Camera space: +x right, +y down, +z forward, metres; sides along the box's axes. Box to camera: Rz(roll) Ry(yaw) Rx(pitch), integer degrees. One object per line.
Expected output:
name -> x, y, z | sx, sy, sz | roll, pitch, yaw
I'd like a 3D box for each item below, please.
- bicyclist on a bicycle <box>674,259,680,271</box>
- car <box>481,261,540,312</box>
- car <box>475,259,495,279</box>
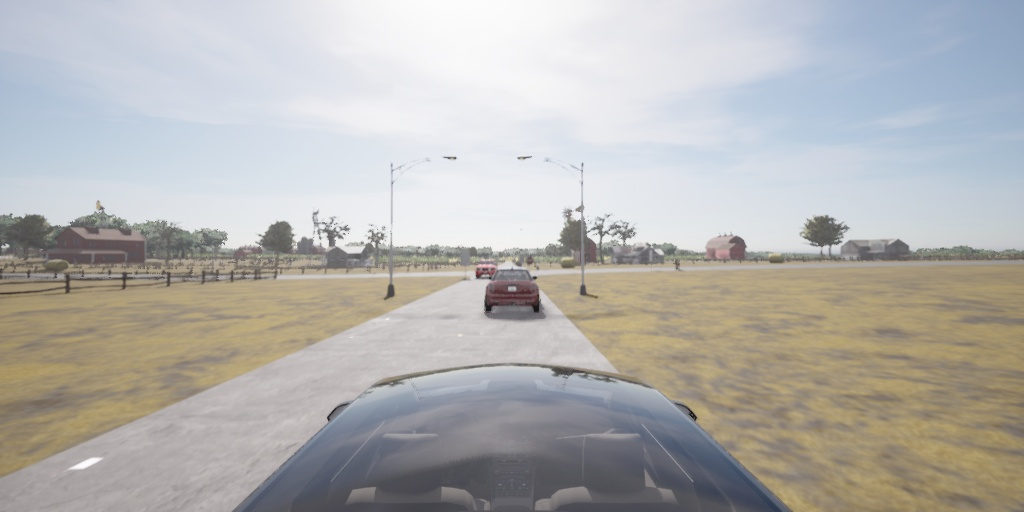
bicyclist on a bicycle -> 22.856, 1.281, 49.701 | 0.582, 1.620, 1.656 | -1, -1, 0
car -> 0.028, 1.242, 15.238 | 2.097, 1.767, 4.553 | 0, -1, 1
car -> -2.749, 1.388, 39.438 | 2.150, 2.045, 5.566 | 0, -1, 0
